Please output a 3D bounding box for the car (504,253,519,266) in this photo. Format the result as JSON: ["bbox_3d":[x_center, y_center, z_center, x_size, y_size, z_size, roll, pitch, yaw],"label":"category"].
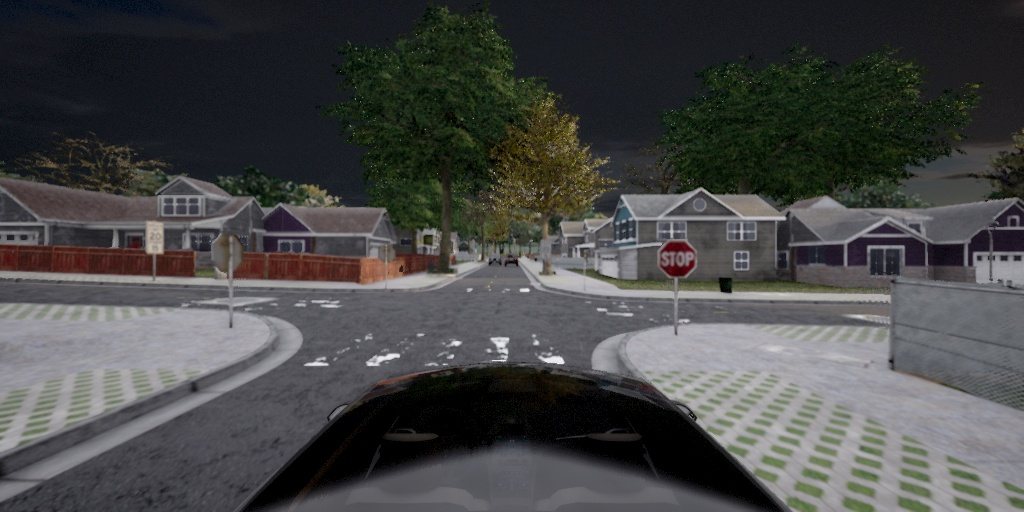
[{"bbox_3d":[-0.073,0.563,56.478,2.150,2.045,5.566,0,0,0],"label":"car"}]

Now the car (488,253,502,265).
[{"bbox_3d":[-2.830,0.528,61.420,2.150,2.045,5.566,0,0,0],"label":"car"}]
